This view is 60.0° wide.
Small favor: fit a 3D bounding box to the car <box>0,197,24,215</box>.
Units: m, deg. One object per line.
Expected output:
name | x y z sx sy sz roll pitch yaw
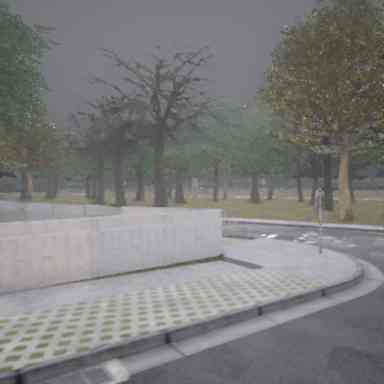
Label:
car | -16.805 1.215 29.546 4.902 1.511 2.128 1 1 32
